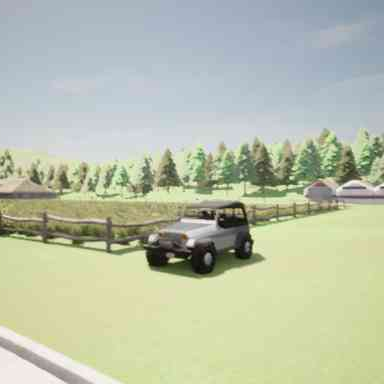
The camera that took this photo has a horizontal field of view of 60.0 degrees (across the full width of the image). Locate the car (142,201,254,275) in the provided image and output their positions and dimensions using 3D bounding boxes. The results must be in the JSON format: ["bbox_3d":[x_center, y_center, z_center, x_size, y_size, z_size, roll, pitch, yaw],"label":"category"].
[{"bbox_3d":[0.406,1.233,10.239,1.905,1.878,3.866,0,0,35],"label":"car"}]
